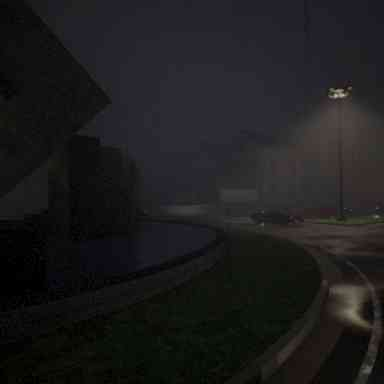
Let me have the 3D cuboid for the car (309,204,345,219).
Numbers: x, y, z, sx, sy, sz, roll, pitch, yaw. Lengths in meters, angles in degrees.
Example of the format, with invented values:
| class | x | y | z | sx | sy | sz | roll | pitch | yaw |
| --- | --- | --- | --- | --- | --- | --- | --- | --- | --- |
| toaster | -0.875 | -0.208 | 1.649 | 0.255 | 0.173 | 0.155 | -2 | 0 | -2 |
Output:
| class | x | y | z | sx | sy | sz | roll | pitch | yaw |
| --- | --- | --- | --- | --- | --- | --- | --- | --- | --- |
| car | 13.751 | 2.135 | 35.617 | 4.181 | 1.385 | 1.994 | 0 | -1 | -22 |

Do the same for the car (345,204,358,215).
| class | x | y | z | sx | sy | sz | roll | pitch | yaw |
| --- | --- | --- | --- | --- | --- | --- | --- | --- | --- |
| car | 18.771 | 2.195 | 41.735 | 4.181 | 1.385 | 1.994 | 0 | -1 | -29 |

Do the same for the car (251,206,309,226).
| class | x | y | z | sx | sy | sz | roll | pitch | yaw |
| --- | --- | --- | --- | --- | --- | --- | --- | --- | --- |
| car | 7.179 | 2.109 | 28.249 | 1.895 | 1.301 | 4.718 | 0 | -1 | -31 |

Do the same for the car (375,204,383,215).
| class | x | y | z | sx | sy | sz | roll | pitch | yaw |
| --- | --- | --- | --- | --- | --- | --- | --- | --- | --- |
| car | 24.754 | 1.888 | 41.222 | 4.553 | 1.767 | 2.097 | 0 | -1 | -32 |

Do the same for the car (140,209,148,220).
| class | x | y | z | sx | sy | sz | roll | pitch | yaw |
| --- | --- | --- | --- | --- | --- | --- | --- | --- | --- |
| car | -7.008 | 2.331 | 34.356 | 4.902 | 1.511 | 2.128 | -1 | -1 | 12 |
